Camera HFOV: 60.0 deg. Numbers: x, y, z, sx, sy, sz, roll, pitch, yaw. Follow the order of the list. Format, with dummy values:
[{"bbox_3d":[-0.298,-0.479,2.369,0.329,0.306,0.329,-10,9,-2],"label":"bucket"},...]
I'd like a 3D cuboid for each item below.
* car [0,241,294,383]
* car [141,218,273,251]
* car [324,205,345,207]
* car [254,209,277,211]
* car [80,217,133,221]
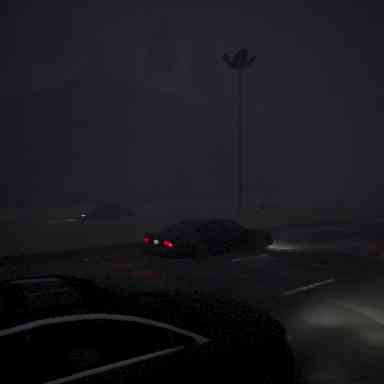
[{"bbox_3d":[-1.152,1.534,2.839,4.902,1.511,2.128,0,-1,-36],"label":"car"},{"bbox_3d":[0.744,1.679,12.427,5.357,1.411,2.033,0,-1,-40],"label":"car"},{"bbox_3d":[19.058,1.769,44.749,2.097,1.767,4.553,-1,-1,41],"label":"car"},{"bbox_3d":[8.636,1.838,38.913,5.008,1.535,1.882,0,-1,-45],"label":"car"},{"bbox_3d":[-7.553,1.872,29.091,4.892,1.490,1.837,1,-1,-39],"label":"car"}]
